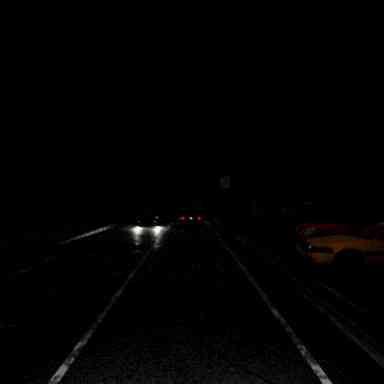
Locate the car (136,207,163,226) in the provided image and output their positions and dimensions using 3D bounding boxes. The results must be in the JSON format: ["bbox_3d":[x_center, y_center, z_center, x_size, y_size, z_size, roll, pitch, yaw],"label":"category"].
[{"bbox_3d":[-3.547,2.019,28.453,1.882,1.535,5.008,0,-2,0],"label":"car"}]

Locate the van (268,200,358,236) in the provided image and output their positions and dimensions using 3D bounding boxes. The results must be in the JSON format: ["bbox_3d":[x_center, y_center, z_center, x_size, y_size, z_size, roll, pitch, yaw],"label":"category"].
[{"bbox_3d":[6.285,1.436,16.287,4.442,1.987,1.878,0,-1,-1],"label":"van"}]

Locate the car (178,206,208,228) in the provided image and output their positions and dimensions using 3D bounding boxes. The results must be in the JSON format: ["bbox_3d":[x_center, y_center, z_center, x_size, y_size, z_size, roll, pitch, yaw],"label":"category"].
[{"bbox_3d":[-0.088,2.015,26.318,2.033,1.411,5.357,0,-2,0],"label":"car"}]

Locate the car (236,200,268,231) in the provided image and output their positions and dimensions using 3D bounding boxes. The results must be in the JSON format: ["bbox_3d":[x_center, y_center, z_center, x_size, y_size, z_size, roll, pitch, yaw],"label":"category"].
[{"bbox_3d":[6.113,1.546,22.477,5.566,2.045,2.435,0,-1,-1],"label":"car"}]

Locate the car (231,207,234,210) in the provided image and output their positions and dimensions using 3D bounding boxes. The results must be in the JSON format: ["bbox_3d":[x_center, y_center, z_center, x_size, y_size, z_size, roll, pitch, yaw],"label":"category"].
[{"bbox_3d":[6.014,1.835,28.424,4.553,1.767,2.185,0,-2,-1],"label":"car"}]

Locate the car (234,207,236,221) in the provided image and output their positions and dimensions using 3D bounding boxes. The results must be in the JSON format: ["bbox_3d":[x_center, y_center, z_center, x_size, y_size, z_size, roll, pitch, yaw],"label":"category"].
[{"bbox_3d":[6.040,1.877,25.386,5.008,1.535,2.097,0,-2,-1],"label":"car"}]

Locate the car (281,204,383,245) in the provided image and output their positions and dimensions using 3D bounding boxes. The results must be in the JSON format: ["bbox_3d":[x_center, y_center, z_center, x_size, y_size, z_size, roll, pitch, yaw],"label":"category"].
[{"bbox_3d":[6.238,1.479,13.248,4.553,1.767,2.185,0,-1,-1],"label":"car"}]

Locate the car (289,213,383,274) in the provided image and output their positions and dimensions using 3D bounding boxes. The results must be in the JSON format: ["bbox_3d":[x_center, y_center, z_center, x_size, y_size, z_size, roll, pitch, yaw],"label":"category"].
[{"bbox_3d":[6.059,1.559,10.326,5.366,1.575,1.946,0,-1,-1],"label":"car"}]

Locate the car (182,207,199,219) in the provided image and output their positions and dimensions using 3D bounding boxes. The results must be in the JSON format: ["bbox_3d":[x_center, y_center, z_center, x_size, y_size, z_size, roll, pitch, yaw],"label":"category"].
[{"bbox_3d":[-0.220,2.656,42.640,2.128,1.511,4.902,0,-3,0],"label":"car"}]
